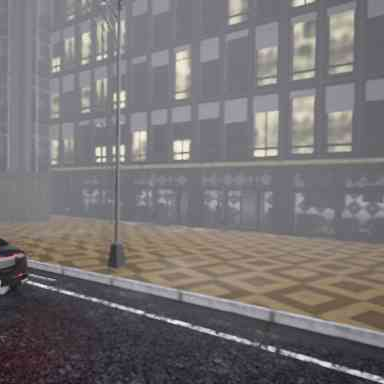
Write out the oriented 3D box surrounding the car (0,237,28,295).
[{"bbox_3d":[-5.652,1.487,7.377,4.902,1.511,2.128,0,0,33],"label":"car"}]
